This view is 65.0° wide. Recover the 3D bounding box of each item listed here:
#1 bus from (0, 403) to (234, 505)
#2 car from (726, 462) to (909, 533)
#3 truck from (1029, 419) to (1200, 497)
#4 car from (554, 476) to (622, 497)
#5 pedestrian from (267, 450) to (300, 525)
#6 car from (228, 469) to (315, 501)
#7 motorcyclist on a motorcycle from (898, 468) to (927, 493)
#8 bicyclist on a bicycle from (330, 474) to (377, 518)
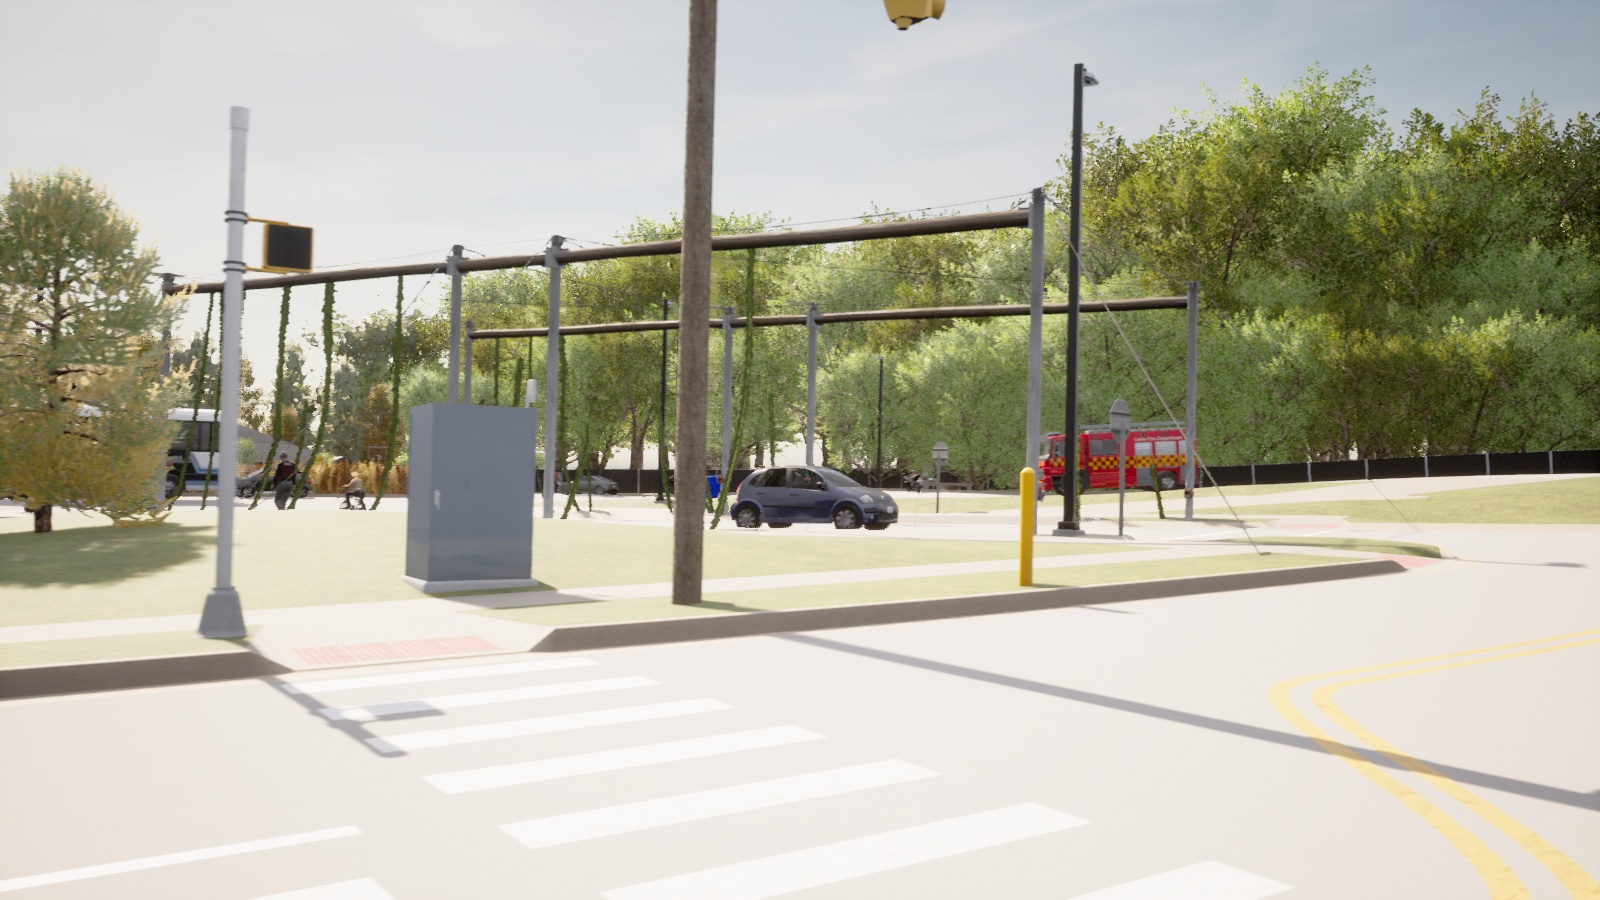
[{"bbox_3d":[-31.122,0.250,55.787,10.273,4.253,3.944,2,-1,-34],"label":"bus"},{"bbox_3d":[0.414,1.136,30.197,3.988,1.617,1.851,-1,-2,30],"label":"car"},{"bbox_3d":[17.177,0.459,69.060,8.468,3.827,2.891,-3,-2,-1],"label":"truck"},{"bbox_3d":[-14.579,2.512,86.398,4.181,1.385,1.994,0,-1,22],"label":"car"},{"bbox_3d":[-12.975,0.946,31.550,0.720,1.854,0.376,1,-1,32],"label":"pedestrian"},{"bbox_3d":[-26.631,1.766,63.282,3.705,1.549,1.789,2,-1,-35],"label":"car"},{"bbox_3d":[6.910,1.862,77.021,0.866,1.530,2.191,0,-1,-21],"label":"motorcyclist on a motorcycle"},{"bbox_3d":[-16.355,1.676,45.960,1.509,1.612,0.866,-1,-2,33],"label":"bicyclist on a bicycle"}]
